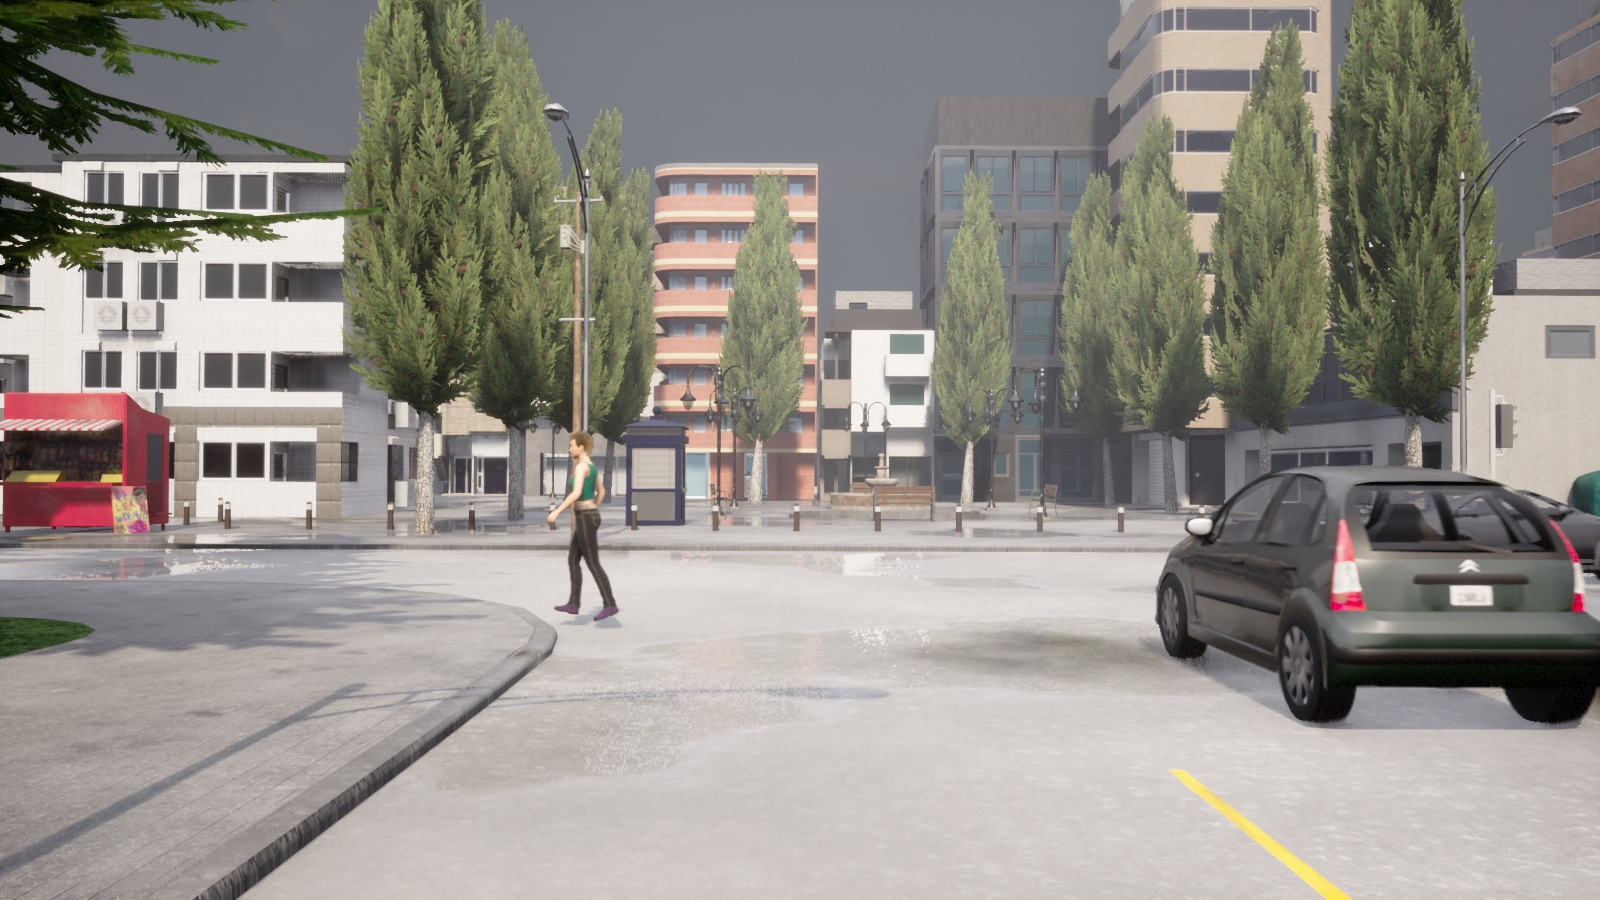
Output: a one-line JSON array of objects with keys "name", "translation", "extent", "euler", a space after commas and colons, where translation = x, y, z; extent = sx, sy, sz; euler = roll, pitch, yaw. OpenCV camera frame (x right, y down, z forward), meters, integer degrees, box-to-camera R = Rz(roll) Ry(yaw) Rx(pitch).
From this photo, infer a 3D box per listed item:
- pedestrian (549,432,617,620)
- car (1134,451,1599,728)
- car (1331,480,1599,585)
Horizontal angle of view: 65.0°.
[{"name": "pedestrian", "translation": [-2.147, 0.746, 12.450], "extent": [0.594, 1.836, 0.345], "euler": [0, -1, 3]}, {"name": "car", "translation": [3.967, 0.854, 9.379], "extent": [1.851, 1.617, 3.988], "euler": [0, -1, 0]}, {"name": "car", "translation": [10.250, 1.145, 18.344], "extent": [4.181, 1.385, 1.994], "euler": [0, -1, -11]}]
